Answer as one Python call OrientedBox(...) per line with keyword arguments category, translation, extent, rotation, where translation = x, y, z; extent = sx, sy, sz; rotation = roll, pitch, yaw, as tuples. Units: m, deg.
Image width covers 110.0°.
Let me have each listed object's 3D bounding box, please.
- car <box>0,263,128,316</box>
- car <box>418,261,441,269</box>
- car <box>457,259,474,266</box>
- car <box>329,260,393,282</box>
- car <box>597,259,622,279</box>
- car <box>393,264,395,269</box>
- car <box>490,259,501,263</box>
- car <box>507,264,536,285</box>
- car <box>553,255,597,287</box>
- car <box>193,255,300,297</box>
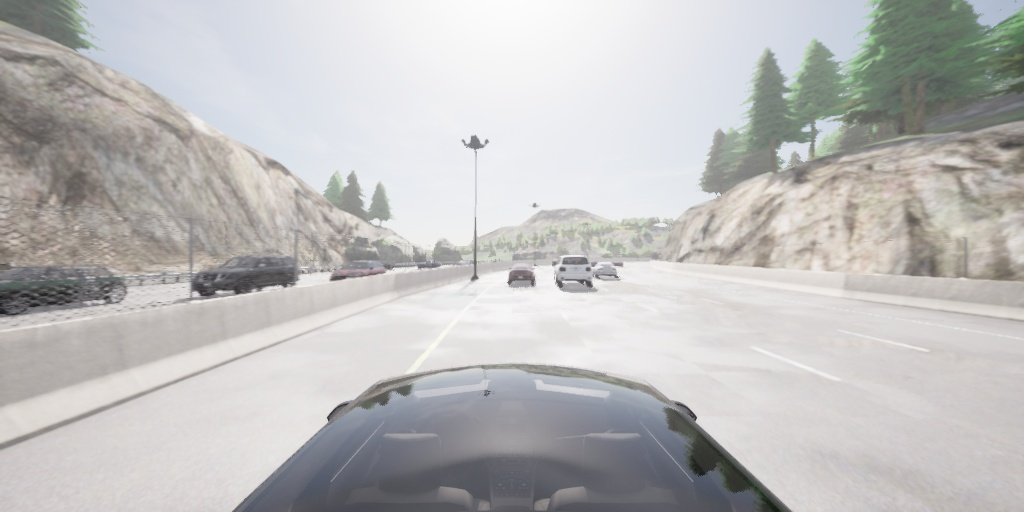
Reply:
OrientedBox(category="car", translation=(-17.494, 1.103, 13.335), extent=(2.097, 1.767, 4.553), rotation=(0, 0, 1))
OrientedBox(category="car", translation=(-12.595, 1.348, 54.863), extent=(1.895, 1.301, 4.718), rotation=(0, 0, 13))
OrientedBox(category="car", translation=(-7.495, 1.297, 60.857), extent=(2.033, 1.411, 5.357), rotation=(0, 0, 15))
OrientedBox(category="car", translation=(-10.089, 1.100, 23.902), extent=(2.097, 1.767, 4.553), rotation=(0, 0, 4))
OrientedBox(category="car", translation=(8.439, 1.271, 32.687), extent=(1.812, 1.442, 4.674), rotation=(0, 0, 7))
OrientedBox(category="car", translation=(-17.610, 1.349, 48.017), extent=(1.895, 1.301, 4.718), rotation=(0, 0, 11))
OrientedBox(category="car", translation=(-2.677, 1.315, 65.012), extent=(1.994, 1.385, 4.181), rotation=(0, 0, 17))
OrientedBox(category="car", translation=(0.771, 1.273, 26.370), extent=(1.812, 1.442, 4.674), rotation=(0, 0, 5))
OrientedBox(category="car", translation=(4.050, 0.969, 24.313), extent=(2.150, 2.045, 5.566), rotation=(0, 0, 4))
OrientedBox(category="car", translation=(-13.858, 0.972, 19.217), extent=(2.150, 2.045, 5.566), rotation=(0, 0, 3))
